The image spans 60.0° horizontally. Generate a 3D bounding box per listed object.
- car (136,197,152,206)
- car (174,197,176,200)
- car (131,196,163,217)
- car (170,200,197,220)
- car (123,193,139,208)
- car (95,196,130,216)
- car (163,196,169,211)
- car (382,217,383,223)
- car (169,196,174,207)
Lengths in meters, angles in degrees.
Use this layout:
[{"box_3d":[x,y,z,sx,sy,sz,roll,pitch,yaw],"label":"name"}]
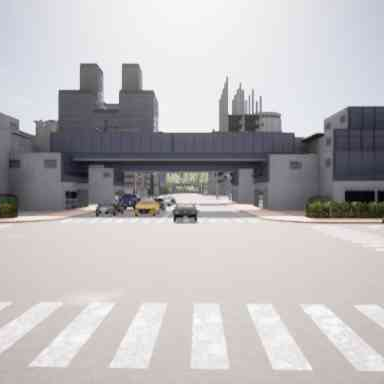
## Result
[{"box_3d":[-7.702,1.485,53.855,1.812,1.442,4.674,0,0,0],"label":"car"},{"box_3d":[-4.172,1.494,65.555,2.033,1.411,5.357,0,0,0],"label":"car"},{"box_3d":[-4.247,1.460,31.901,1.882,1.535,5.008,0,0,0],"label":"car"},{"box_3d":[-0.528,1.588,27.529,1.895,1.301,4.718,0,0,0],"label":"car"},{"box_3d":[-7.745,1.194,41.784,2.150,2.045,5.566,0,0,0],"label":"car"},{"box_3d":[-7.791,1.474,31.928,2.128,1.511,4.902,0,0,2],"label":"car"},{"box_3d":[-4.246,1.477,41.336,1.837,1.490,4.892,0,0,0],"label":"car"},{"box_3d":[14.982,1.542,20.779,5.357,1.411,2.033,0,0,2],"label":"car"},{"box_3d":[-4.227,1.487,51.582,1.812,1.442,4.674,0,0,0],"label":"car"}]
